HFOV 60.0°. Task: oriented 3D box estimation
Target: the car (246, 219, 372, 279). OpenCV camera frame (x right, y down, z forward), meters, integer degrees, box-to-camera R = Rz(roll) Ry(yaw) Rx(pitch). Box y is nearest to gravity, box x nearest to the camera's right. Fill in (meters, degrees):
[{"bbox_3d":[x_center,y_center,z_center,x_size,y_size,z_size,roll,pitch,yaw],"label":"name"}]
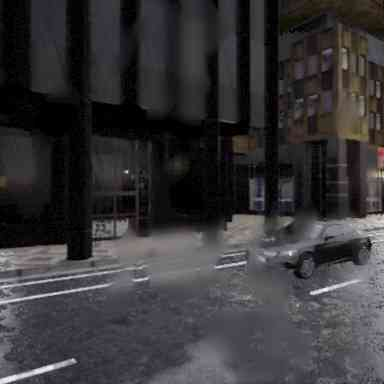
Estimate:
[{"bbox_3d":[3.761,1.575,10.303,4.674,1.442,1.812,1,0,-35],"label":"car"}]
